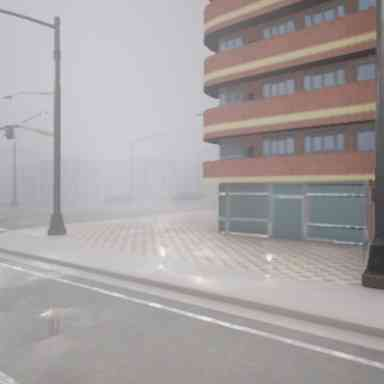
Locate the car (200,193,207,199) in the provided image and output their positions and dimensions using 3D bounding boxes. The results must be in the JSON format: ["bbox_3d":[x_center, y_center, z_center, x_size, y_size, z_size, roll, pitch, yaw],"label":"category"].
[{"bbox_3d":[0.678,0.782,63.254,2.033,1.411,5.357,0,1,37],"label":"car"}]

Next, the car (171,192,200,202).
[{"bbox_3d":[-1.389,0.814,54.726,2.128,1.511,4.902,0,1,37],"label":"car"}]

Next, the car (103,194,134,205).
[{"bbox_3d":[-10.637,0.989,48.203,2.128,1.511,4.902,0,1,37],"label":"car"}]
